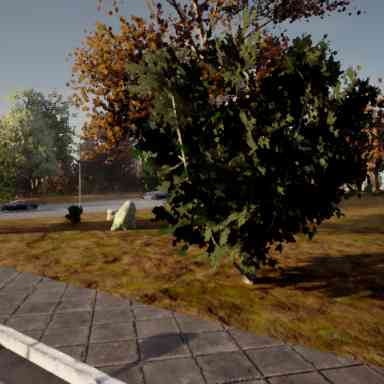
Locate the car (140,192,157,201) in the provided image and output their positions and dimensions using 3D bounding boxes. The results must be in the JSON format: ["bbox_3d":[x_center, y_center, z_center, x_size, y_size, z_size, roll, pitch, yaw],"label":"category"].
[{"bbox_3d":[-5.751,0.517,54.648,2.097,1.767,4.553,0,3,39],"label":"car"}]

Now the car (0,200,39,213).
[{"bbox_3d":[-19.900,1.590,37.224,1.895,1.301,4.718,0,1,39],"label":"car"}]
